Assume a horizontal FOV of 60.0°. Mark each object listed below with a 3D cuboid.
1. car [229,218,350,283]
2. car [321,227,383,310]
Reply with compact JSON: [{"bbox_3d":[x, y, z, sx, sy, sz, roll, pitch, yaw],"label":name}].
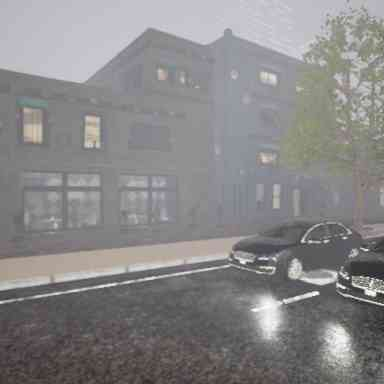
[{"bbox_3d":[3.292,1.583,10.028,4.892,1.490,1.837,1,0,-35],"label":"car"},{"bbox_3d":[5.181,1.583,7.383,4.892,1.490,1.837,1,0,-35],"label":"car"}]
